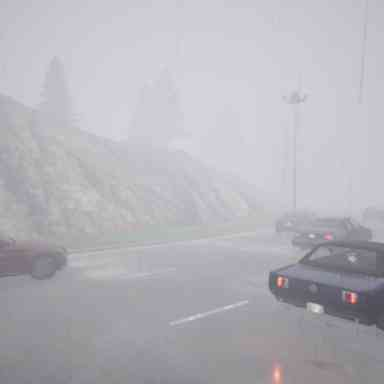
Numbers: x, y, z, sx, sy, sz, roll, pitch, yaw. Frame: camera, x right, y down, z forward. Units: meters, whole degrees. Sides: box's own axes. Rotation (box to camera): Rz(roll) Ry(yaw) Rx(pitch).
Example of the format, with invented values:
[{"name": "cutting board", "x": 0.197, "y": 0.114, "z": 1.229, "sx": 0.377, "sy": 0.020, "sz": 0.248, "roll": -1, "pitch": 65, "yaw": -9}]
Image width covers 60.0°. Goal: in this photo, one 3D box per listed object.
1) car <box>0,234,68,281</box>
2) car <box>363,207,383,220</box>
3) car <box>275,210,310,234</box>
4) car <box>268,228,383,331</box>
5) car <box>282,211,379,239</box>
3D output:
[{"name": "car", "x": -5.650, "y": 1.599, "z": 8.488, "sx": 4.674, "sy": 1.442, "sz": 1.812, "roll": 1, "pitch": -1, "yaw": -36}, {"name": "car", "x": 17.034, "y": 2.061, "z": 31.050, "sx": 1.895, "sy": 1.301, "sz": 4.718, "roll": 0, "pitch": -1, "yaw": 25}, {"name": "car", "x": 6.801, "y": 1.849, "z": 20.793, "sx": 1.994, "sy": 1.385, "sz": 4.181, "roll": 0, "pitch": -1, "yaw": 37}, {"name": "car", "x": 3.754, "y": 1.707, "z": 7.127, "sx": 4.718, "sy": 1.301, "sz": 1.895, "roll": 1, "pitch": -1, "yaw": -42}, {"name": "car", "x": 6.215, "y": 1.753, "z": 14.442, "sx": 2.033, "sy": 1.411, "sz": 5.357, "roll": 0, "pitch": -1, "yaw": 42}]
